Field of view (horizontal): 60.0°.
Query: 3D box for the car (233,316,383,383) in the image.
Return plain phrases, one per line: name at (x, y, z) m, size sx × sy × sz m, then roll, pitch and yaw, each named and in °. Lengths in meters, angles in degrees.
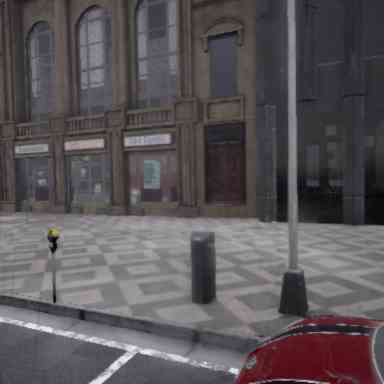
car at (2.102, 1.310, 1.737) m, size 4.097 × 1.590 × 1.967 m, roll 0°, pitch 3°, yaw 24°
